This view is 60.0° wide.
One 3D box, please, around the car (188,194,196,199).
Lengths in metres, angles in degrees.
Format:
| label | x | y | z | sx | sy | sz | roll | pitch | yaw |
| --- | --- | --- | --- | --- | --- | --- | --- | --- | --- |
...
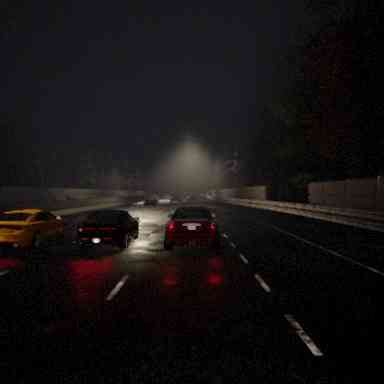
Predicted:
| label | x | y | z | sx | sy | sz | roll | pitch | yaw |
| --- | --- | --- | --- | --- | --- | --- | --- | --- | --- |
| car | -0.007 | 1.576 | 80.173 | 1.837 | 1.490 | 4.892 | 0 | 0 | 0 |

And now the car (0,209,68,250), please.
| label | x | y | z | sx | sy | sz | roll | pitch | yaw |
| --- | --- | --- | --- | --- | --- | --- | --- | --- | --- |
| car | -7.002 | 1.492 | 14.467 | 1.882 | 1.535 | 5.008 | 0 | 0 | 0 |

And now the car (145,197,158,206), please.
| label | x | y | z | sx | sy | sz | roll | pitch | yaw |
| --- | --- | --- | --- | --- | --- | --- | --- | --- | --- |
| car | -7.005 | 1.619 | 57.653 | 1.994 | 1.385 | 4.181 | 0 | 0 | 0 |

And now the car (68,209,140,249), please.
| label | x | y | z | sx | sy | sz | roll | pitch | yaw |
| --- | --- | --- | --- | --- | --- | --- | --- | --- | --- |
| car | -3.498 | 1.520 | 14.568 | 1.837 | 1.490 | 4.892 | 0 | 0 | 0 |

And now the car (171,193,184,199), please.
| label | x | y | z | sx | sy | sz | roll | pitch | yaw |
| --- | --- | --- | --- | --- | --- | --- | --- | --- | --- |
| car | -3.507 | 1.296 | 74.137 | 2.150 | 2.045 | 5.566 | 0 | 0 | 0 |

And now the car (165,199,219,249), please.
| label | x | y | z | sx | sy | sz | roll | pitch | yaw |
| --- | --- | --- | --- | --- | --- | --- | --- | --- | --- |
| car | -0.004 | 1.365 | 14.636 | 2.097 | 1.767 | 4.553 | 0 | 0 | 0 |
